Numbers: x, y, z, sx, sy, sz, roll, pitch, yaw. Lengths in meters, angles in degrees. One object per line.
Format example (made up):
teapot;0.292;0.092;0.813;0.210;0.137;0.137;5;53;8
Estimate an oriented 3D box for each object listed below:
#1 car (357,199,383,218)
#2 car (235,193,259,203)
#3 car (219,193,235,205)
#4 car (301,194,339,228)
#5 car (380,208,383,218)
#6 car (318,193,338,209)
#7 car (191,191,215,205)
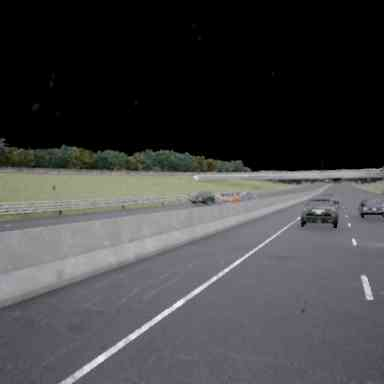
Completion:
car;14.664;1.315;27.218;2.033;1.411;5.357;0;0;24
car;8.276;1.006;48.004;2.097;1.767;4.553;0;1;24
car;5.793;1.001;51.055;2.097;1.767;4.553;0;1;24
car;8.292;1.210;21.462;2.097;1.767;4.553;0;0;24
car;7.184;1.443;10.222;1.812;1.442;4.674;0;0;24
car;16.317;1.003;39.758;2.097;1.767;4.553;0;1;24
car;1.815;0.918;50.692;2.150;2.045;5.566;0;0;24
